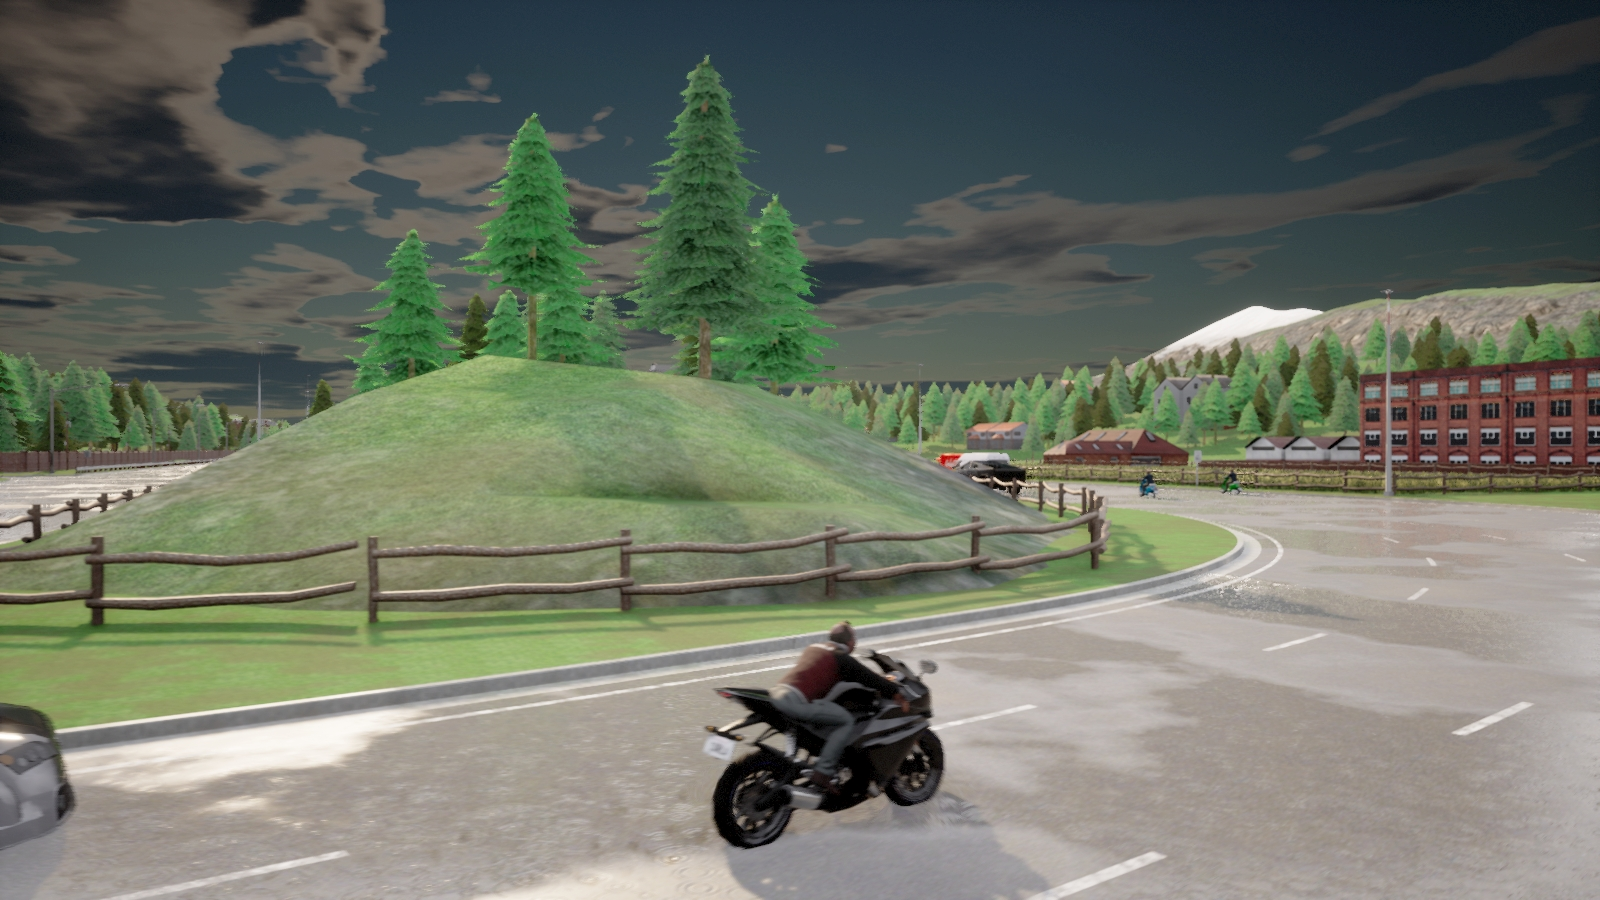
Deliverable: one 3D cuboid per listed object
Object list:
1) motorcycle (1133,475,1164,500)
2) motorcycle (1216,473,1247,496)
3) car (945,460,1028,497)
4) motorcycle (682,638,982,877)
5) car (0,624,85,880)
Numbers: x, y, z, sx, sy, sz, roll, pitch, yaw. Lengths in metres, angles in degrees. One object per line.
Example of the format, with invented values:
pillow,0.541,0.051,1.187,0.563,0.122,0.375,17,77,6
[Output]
motorcycle,19.884,2.108,65.200,0.856,1.316,1.805,-3,1,-15
motorcycle,26.434,2.102,70.018,0.856,1.316,1.805,0,0,-20
car,11.385,1.722,70.312,2.390,2.098,6.274,0,0,-19
motorcycle,0.285,2.201,8.582,2.209,1.251,0.867,0,-1,-39
car,-7.127,2.120,7.331,4.181,1.385,1.994,0,0,-36
